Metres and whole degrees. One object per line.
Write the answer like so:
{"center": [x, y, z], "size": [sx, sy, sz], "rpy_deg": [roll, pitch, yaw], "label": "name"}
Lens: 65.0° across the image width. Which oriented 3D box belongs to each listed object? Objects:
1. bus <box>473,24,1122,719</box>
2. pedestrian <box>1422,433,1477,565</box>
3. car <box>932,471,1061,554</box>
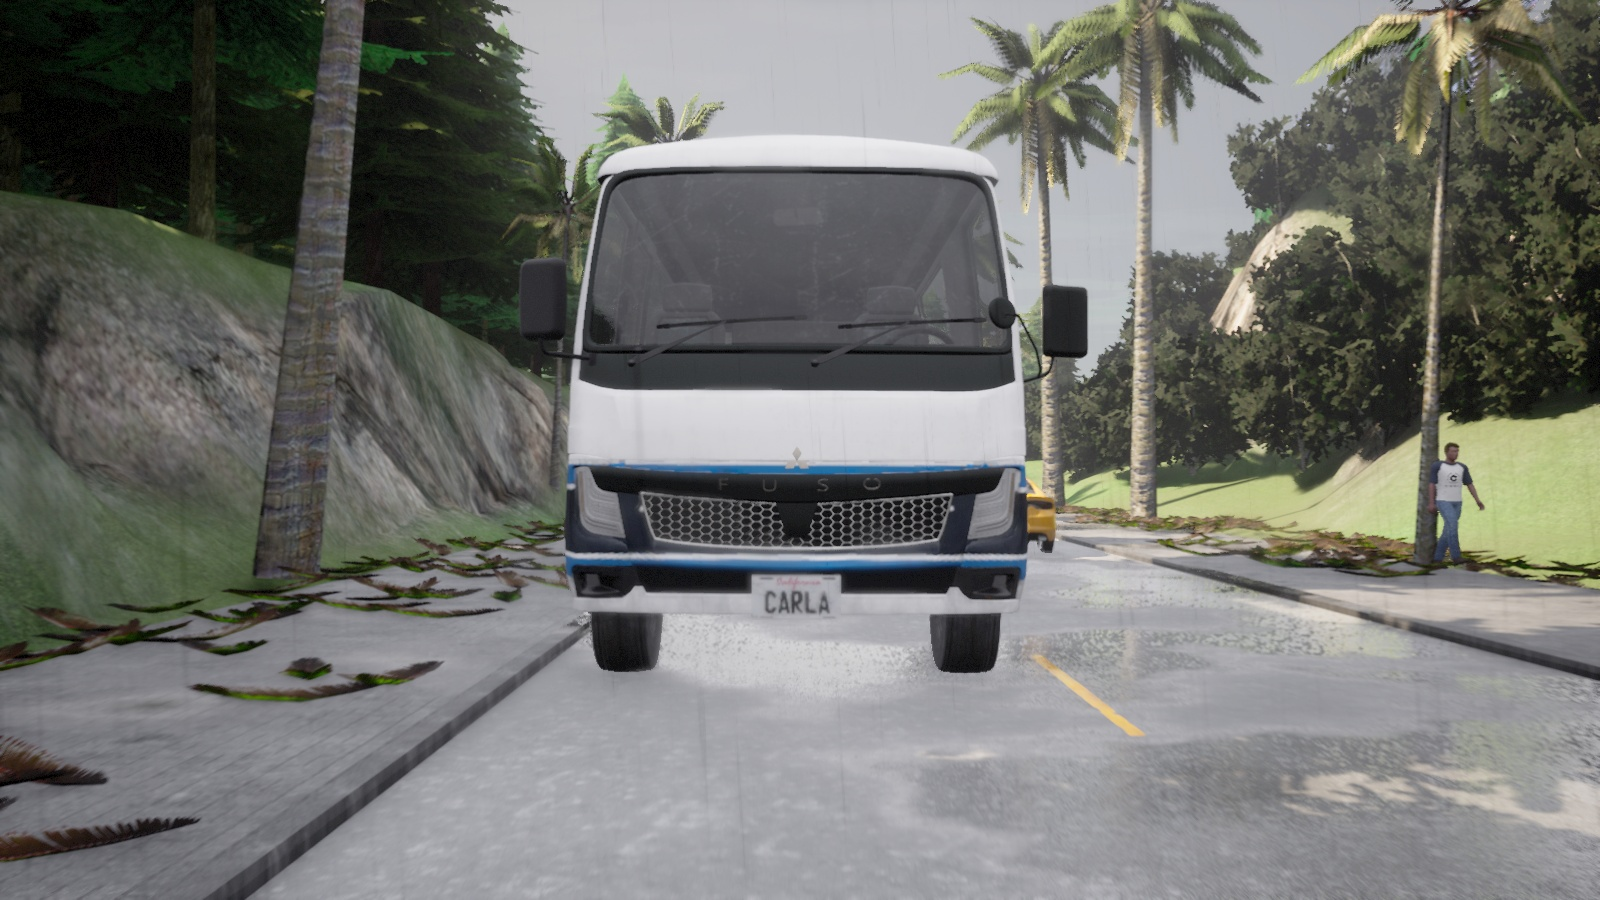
{"center": [-0.032, -0.347, 12.831], "size": [3.944, 4.253, 10.273], "rpy_deg": [0, -2, 0], "label": "bus"}
{"center": [9.285, 0.691, 17.965], "size": [0.354, 1.836, 0.706], "rpy_deg": [0, -1, -4], "label": "pedestrian"}
{"center": [3.945, 1.213, 26.081], "size": [1.882, 1.535, 5.008], "rpy_deg": [0, -1, 0], "label": "car"}
